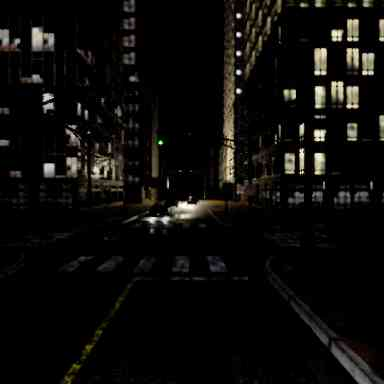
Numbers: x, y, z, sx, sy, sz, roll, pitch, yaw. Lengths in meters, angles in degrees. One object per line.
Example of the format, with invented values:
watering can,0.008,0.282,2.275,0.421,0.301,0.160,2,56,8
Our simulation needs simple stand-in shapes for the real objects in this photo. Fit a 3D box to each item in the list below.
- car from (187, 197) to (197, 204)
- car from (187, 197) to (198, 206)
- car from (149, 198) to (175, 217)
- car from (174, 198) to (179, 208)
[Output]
car,0.019,1.755,70.983,2.128,1.511,4.902,0,0,0
car,0.016,1.749,60.565,2.033,1.411,5.357,0,0,0
car,-3.087,1.646,33.001,2.033,1.411,5.357,0,0,0
car,-3.051,1.672,51.239,1.837,1.490,4.892,0,-1,0
